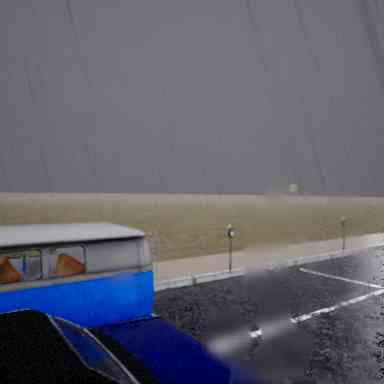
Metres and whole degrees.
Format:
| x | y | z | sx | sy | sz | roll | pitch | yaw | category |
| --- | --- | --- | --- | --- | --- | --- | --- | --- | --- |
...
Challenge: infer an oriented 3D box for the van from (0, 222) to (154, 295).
| x | y | z | sx | sy | sz | roll | pitch | yaw | category |
| --- | --- | --- | --- | --- | --- | --- | --- | --- | --- |
| -2.439 | 1.349 | 4.340 | 3.998 | 1.788 | 1.690 | 1 | 0 | -35 | van |

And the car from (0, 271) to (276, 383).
| x | y | z | sx | sy | sz | roll | pitch | yaw | category |
| --- | --- | --- | --- | --- | --- | --- | --- | --- | --- |
| -1.742 | 1.598 | 1.823 | 4.718 | 1.301 | 1.895 | 1 | 0 | -35 | car |
